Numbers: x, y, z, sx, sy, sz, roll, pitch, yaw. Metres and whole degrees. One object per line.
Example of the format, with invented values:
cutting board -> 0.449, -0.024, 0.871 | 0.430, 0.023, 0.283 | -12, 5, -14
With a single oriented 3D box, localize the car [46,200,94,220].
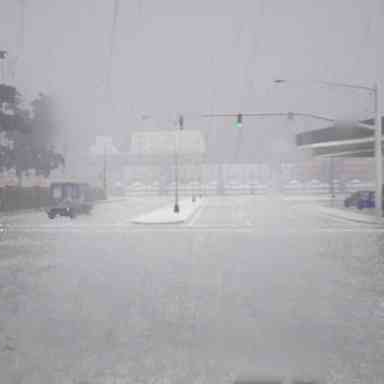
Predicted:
car -> -9.434, 1.305, 26.027 | 1.895, 1.301, 4.718 | -1, 1, 4

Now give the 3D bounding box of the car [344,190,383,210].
car -> 15.660, 0.685, 30.343 | 2.242, 1.667, 4.611 | -1, 1, 5
